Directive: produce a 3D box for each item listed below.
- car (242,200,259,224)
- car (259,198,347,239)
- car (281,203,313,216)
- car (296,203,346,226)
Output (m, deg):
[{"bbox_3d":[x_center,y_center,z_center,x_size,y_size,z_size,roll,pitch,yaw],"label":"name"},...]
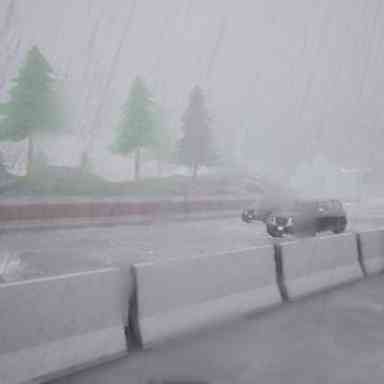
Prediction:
[{"bbox_3d":[6.475,1.538,27.710,5.566,2.045,2.150,0,-1,-44],"label":"car"},{"bbox_3d":[6.394,1.408,18.113,5.566,2.045,2.150,0,-1,-41],"label":"car"},{"bbox_3d":[12.382,2.017,39.049,1.895,1.301,4.718,-1,-1,41],"label":"car"},{"bbox_3d":[10.458,1.746,26.741,1.882,1.535,5.008,-1,-1,45],"label":"car"}]
